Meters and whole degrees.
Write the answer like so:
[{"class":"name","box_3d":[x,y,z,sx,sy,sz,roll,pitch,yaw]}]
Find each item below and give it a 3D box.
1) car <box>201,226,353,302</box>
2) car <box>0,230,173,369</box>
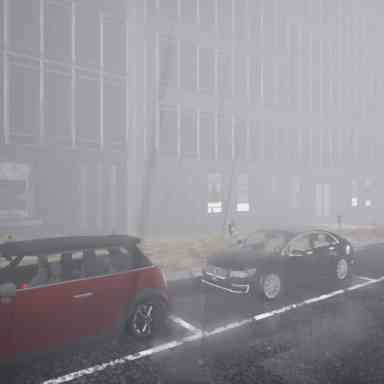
[{"class":"car","box_3d":[2.239,1.550,8.167,4.403,1.369,2.008,0,0,-36]},{"class":"car","box_3d":[-2.391,1.440,4.856,4.097,1.590,1.967,0,0,-36]}]
